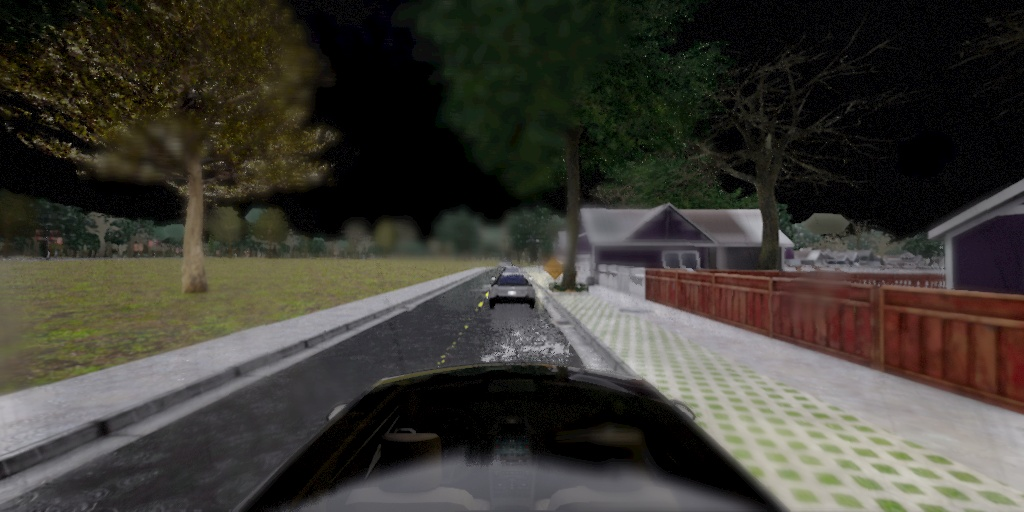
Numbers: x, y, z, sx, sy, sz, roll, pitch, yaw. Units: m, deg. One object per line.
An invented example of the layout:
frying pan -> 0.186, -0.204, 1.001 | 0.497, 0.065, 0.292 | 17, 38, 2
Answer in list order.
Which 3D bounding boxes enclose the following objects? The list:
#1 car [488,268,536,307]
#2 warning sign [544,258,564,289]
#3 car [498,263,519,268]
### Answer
car -> 0.008, 1.442, 16.168 | 1.994, 1.385, 4.181 | 0, 0, 0
warning sign -> 2.522, 1.031, 20.882 | 1.300, 1.860, 1.060 | 0, 0, 0
car -> 0.010, 1.552, 31.160 | 1.994, 1.385, 4.181 | 0, 0, 0
